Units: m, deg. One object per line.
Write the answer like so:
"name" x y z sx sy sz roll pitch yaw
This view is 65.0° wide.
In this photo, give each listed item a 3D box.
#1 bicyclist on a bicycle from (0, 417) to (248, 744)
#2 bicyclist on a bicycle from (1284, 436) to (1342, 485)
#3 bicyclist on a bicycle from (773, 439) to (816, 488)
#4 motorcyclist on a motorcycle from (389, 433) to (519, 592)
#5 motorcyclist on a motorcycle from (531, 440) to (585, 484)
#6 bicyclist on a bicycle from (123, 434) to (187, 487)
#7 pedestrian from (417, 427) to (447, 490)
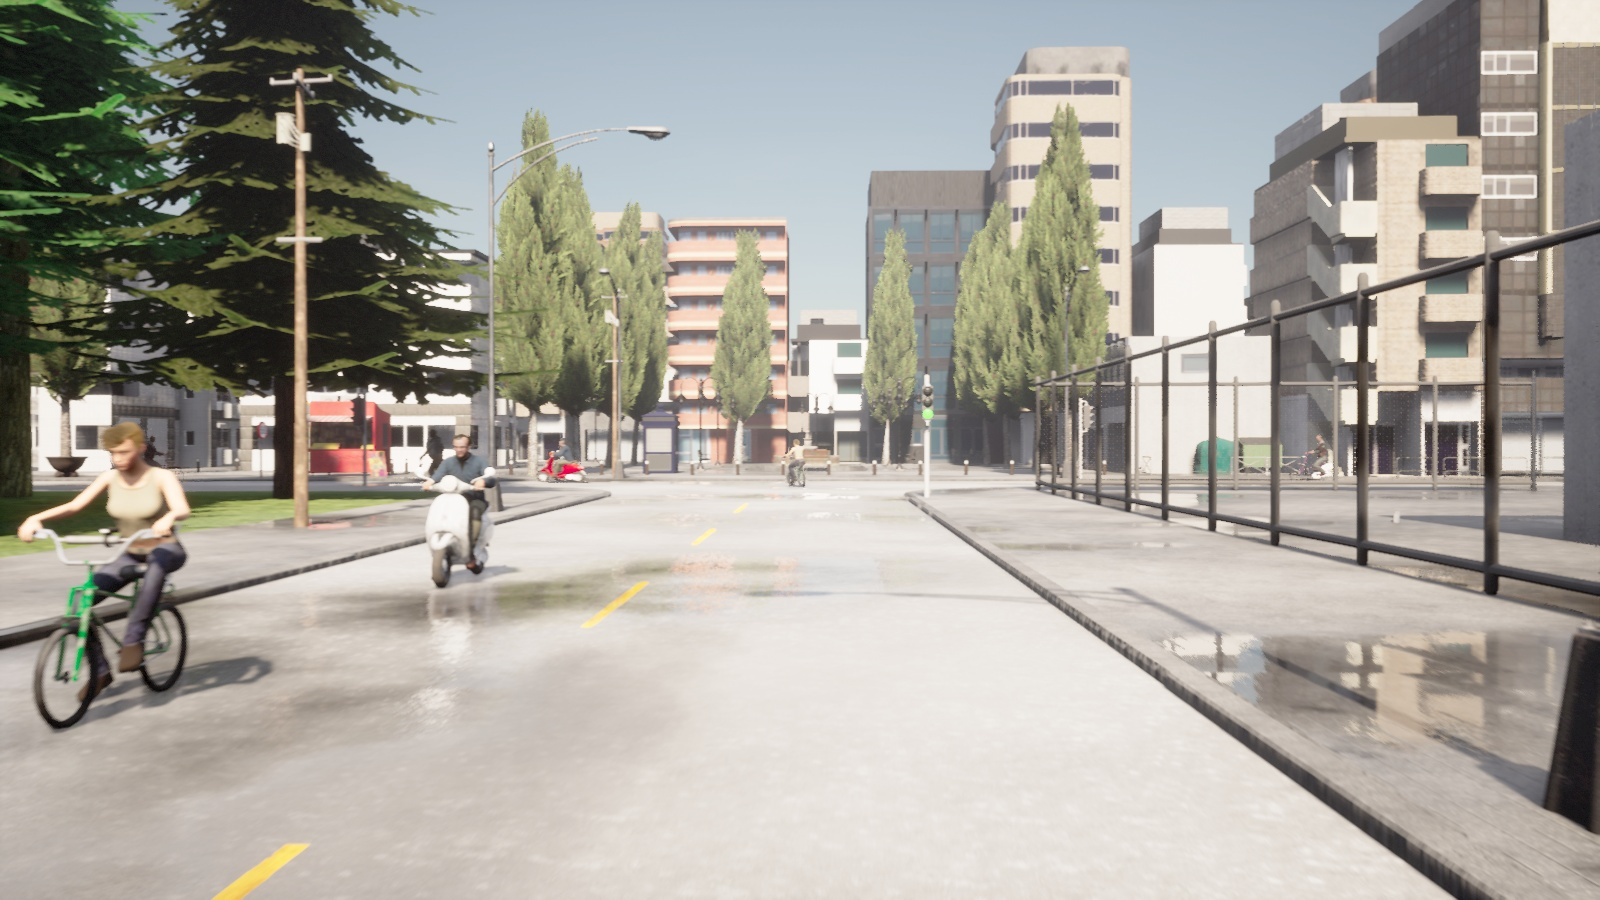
"bicyclist on a bicycle" -3.832 0.640 6.957 0.866 1.612 1.509 0 0 1
"bicyclist on a bicycle" 18.819 0.375 46.054 1.843 1.776 0.659 0 0 1
"bicyclist on a bicycle" -0.197 0.445 42.258 0.866 1.612 1.509 -2 1 -23
"motorcyclist on a motorcycle" -3.683 0.620 13.521 0.866 1.590 1.817 0 0 1
"motorcyclist on a motorcycle" -8.958 0.429 46.518 1.817 1.590 0.866 0 1 4
"bicyclist on a bicycle" -22.030 0.354 42.892 1.843 1.776 0.659 0 0 2
"pedestrian" -10.905 0.236 37.194 0.694 1.848 0.540 0 0 8
